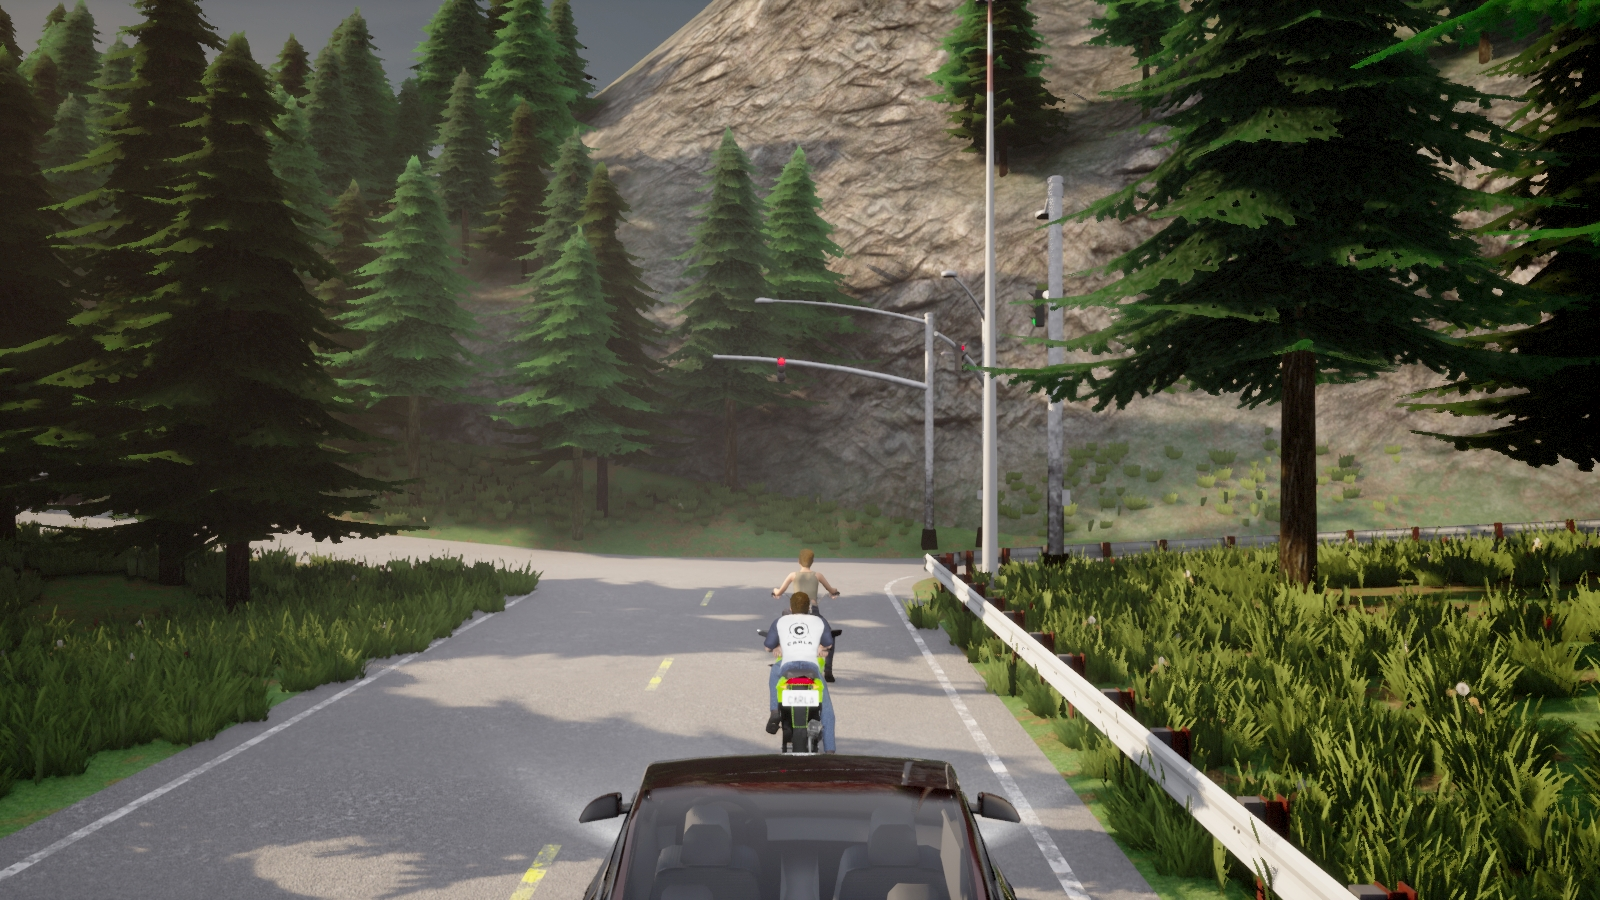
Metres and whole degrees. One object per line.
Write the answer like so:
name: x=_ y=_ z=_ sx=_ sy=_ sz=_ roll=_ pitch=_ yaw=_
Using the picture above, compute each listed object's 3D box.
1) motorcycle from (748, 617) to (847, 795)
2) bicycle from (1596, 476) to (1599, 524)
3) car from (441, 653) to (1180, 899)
motorcycle: x=-0.020 y=2.213 z=10.238 sx=0.803 sy=1.145 sz=2.033 roll=0 pitch=0 yaw=0
bicycle: x=21.727 y=1.355 z=29.474 sx=1.835 sy=1.471 sz=0.329 roll=-5 pitch=-2 yaw=26
car: x=0.029 y=2.063 z=5.012 sx=2.163 sy=1.488 sz=4.792 roll=0 pitch=0 yaw=0
